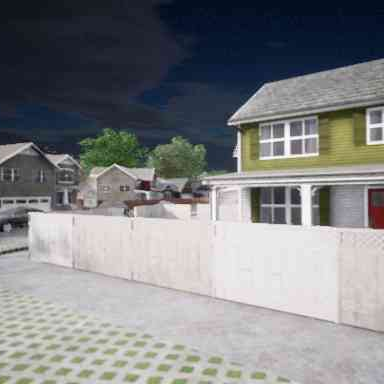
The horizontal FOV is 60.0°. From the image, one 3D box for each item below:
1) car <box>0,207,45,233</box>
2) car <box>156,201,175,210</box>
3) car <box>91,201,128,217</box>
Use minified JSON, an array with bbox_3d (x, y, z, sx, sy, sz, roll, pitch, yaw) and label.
[{"bbox_3d":[-11.499,1.742,21.593,1.837,1.490,4.892,-1,0,17],"label":"car"},{"bbox_3d":[-3.751,1.920,44.404,1.812,1.442,4.674,-1,-1,21],"label":"car"},{"bbox_3d":[-8.081,1.665,32.352,2.097,1.767,4.553,-1,-1,19],"label":"car"}]
